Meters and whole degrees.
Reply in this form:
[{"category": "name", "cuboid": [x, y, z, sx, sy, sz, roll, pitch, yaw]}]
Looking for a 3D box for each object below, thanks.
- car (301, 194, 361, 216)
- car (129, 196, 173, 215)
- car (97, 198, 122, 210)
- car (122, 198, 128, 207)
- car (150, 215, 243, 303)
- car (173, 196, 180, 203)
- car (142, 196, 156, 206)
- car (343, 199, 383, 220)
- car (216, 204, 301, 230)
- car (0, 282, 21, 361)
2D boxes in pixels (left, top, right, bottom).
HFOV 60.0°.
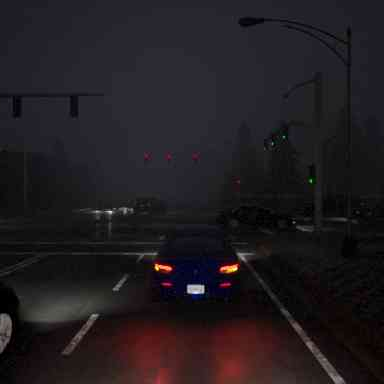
[{"category": "car", "cuboid": [13.062, 1.222, 31.107, 5.566, 2.045, 2.150, 0, 0, 0]}, {"category": "car", "cuboid": [-4.144, 1.352, 34.153, 2.097, 1.767, 4.553, 0, 0, 21]}, {"category": "car", "cuboid": [-10.645, 1.526, 42.293, 1.812, 1.442, 4.674, 0, 0, 0]}, {"category": "car", "cuboid": [-10.648, 1.601, 51.392, 1.895, 1.301, 4.718, 0, 0, 0]}, {"category": "car", "cuboid": [0.130, 1.526, 8.088, 1.812, 1.442, 4.674, 0, 0, 2]}, {"category": "car", "cuboid": [-3.483, 1.477, 69.597, 1.882, 1.535, 5.008, 0, 0, 0]}, {"category": "car", "cuboid": [-7.136, 1.505, 55.495, 1.837, 1.490, 4.892, 0, 0, 0]}, {"category": "car", "cuboid": [15.883, 1.547, 27.608, 5.357, 1.411, 2.033, 0, 0, 0]}, {"category": "car", "cuboid": [3.838, 1.505, 20.449, 4.892, 1.490, 1.837, 0, 0, 1]}, {"category": "car", "cuboid": [-3.442, 1.505, 2.954, 1.837, 1.490, 4.892, 0, 0, 0]}]
